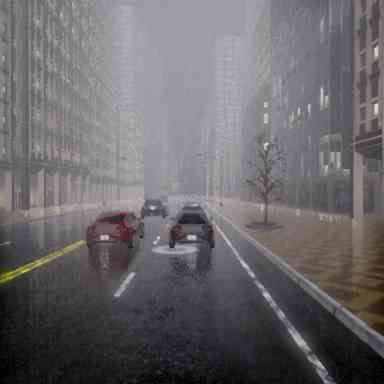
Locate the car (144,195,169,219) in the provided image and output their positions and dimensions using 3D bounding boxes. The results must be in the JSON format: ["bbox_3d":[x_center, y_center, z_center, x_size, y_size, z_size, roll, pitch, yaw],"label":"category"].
[{"bbox_3d":[-3.250,1.383,29.623,2.097,1.767,4.553,0,0,0],"label":"car"}]

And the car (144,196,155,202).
[{"bbox_3d":[-9.749,1.642,75.909,1.895,1.301,4.718,0,0,0],"label":"car"}]

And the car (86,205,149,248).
[{"bbox_3d":[-3.250,1.536,14.652,1.812,1.442,4.674,0,0,0],"label":"car"}]

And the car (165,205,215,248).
[{"bbox_3d":[0.000,1.536,14.652,1.812,1.442,4.674,0,0,0],"label":"car"}]

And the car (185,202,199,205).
[{"bbox_3d":[0.000,1.589,29.653,1.994,1.385,4.181,0,0,0],"label":"car"}]

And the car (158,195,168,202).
[{"bbox_3d":[-6.499,1.547,75.939,1.837,1.490,4.892,0,0,0],"label":"car"}]
